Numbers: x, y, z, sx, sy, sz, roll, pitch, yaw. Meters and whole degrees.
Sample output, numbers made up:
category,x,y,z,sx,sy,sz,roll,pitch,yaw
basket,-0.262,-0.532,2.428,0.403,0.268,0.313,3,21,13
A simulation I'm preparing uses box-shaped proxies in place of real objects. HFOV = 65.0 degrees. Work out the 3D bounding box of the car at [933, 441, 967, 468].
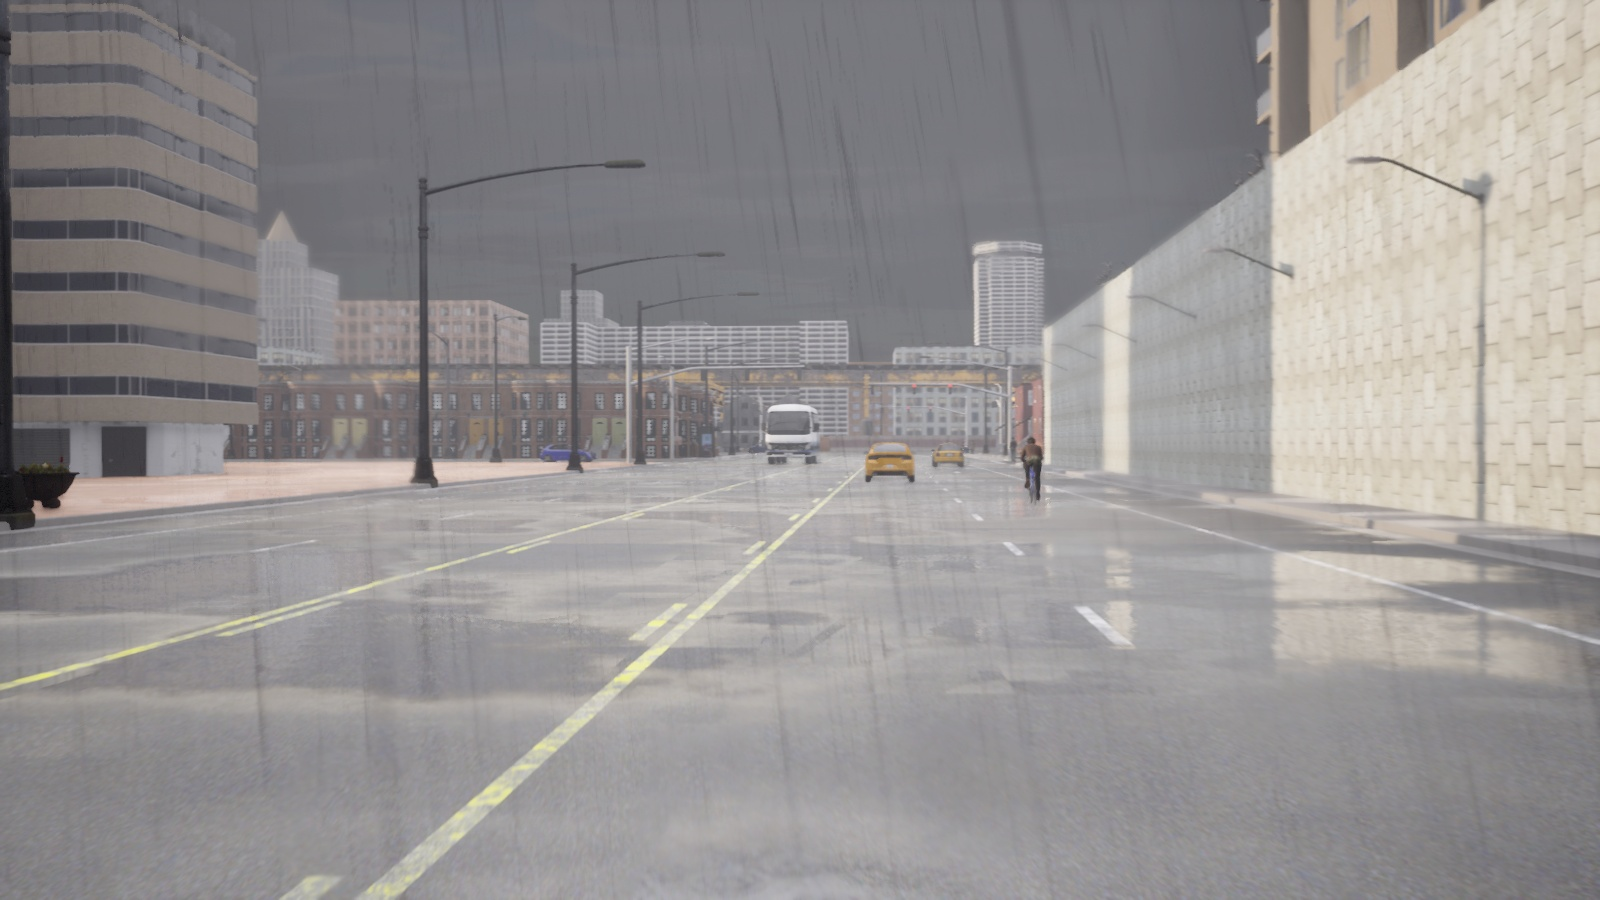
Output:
category,x,y,z,sx,sy,sz,roll,pitch,yaw
car,9.116,0.245,76.602,1.801,1.575,5.366,0,0,4

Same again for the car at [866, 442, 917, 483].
category,x,y,z,sx,sy,sz,roll,pitch,yaw
car,3.592,0.443,49.295,1.882,1.535,5.008,0,0,4

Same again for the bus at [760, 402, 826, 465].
category,x,y,z,sx,sy,sz,roll,pitch,yaw
bus,-0.377,-1.141,90.633,3.944,4.253,10.273,0,0,4

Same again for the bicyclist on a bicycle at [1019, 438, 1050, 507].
category,x,y,z,sx,sy,sz,roll,pitch,yaw
bicyclist on a bicycle,5.643,0.524,30.252,0.582,1.620,1.656,0,0,5

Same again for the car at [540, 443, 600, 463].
category,x,y,z,sx,sy,sz,roll,pitch,yaw
car,-17.418,0.237,95.193,4.193,1.474,1.816,0,0,4
